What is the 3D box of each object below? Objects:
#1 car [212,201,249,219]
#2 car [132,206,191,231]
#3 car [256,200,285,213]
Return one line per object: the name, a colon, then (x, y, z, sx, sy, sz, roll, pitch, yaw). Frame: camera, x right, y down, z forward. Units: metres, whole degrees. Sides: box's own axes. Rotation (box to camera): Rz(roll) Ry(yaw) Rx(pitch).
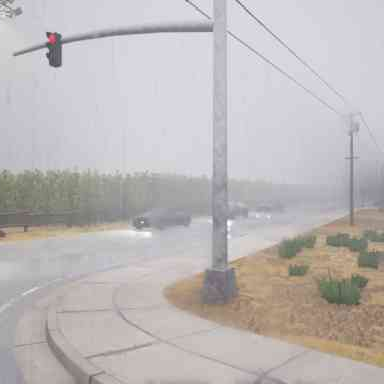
car: (3.519, 1.561, 29.457, 1.812, 1.442, 4.674, 0, 0, 32)
car: (-1.825, 1.599, 21.123, 1.994, 1.385, 4.181, 0, 0, 33)
car: (9.132, 1.582, 38.249, 2.033, 1.411, 5.357, 0, 0, 33)
